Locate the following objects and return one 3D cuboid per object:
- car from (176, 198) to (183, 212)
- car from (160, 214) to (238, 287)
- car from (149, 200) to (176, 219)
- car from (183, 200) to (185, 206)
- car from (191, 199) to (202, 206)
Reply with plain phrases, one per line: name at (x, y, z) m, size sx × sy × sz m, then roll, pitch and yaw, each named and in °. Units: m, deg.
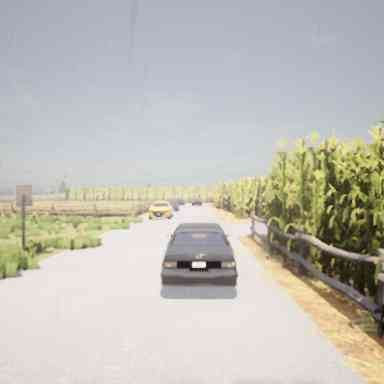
car at (-2.591, 1.723, 42.540) m, size 2.033 × 1.411 × 5.357 m, roll 0°, pitch 0°, yaw 1°
car at (0.201, 1.587, 9.522) m, size 2.033 × 1.411 × 5.357 m, roll 0°, pitch 0°, yaw 1°
car at (-2.771, 1.603, 30.395) m, size 1.882 × 1.535 × 5.008 m, roll 0°, pitch 0°, yaw 1°
car at (-2.252, 1.837, 59.137) m, size 1.994 × 1.385 × 4.181 m, roll 0°, pitch 0°, yaw 1°
car at (0.846, 1.845, 58.990) m, size 1.895 × 1.301 × 4.718 m, roll 0°, pitch 0°, yaw 1°
